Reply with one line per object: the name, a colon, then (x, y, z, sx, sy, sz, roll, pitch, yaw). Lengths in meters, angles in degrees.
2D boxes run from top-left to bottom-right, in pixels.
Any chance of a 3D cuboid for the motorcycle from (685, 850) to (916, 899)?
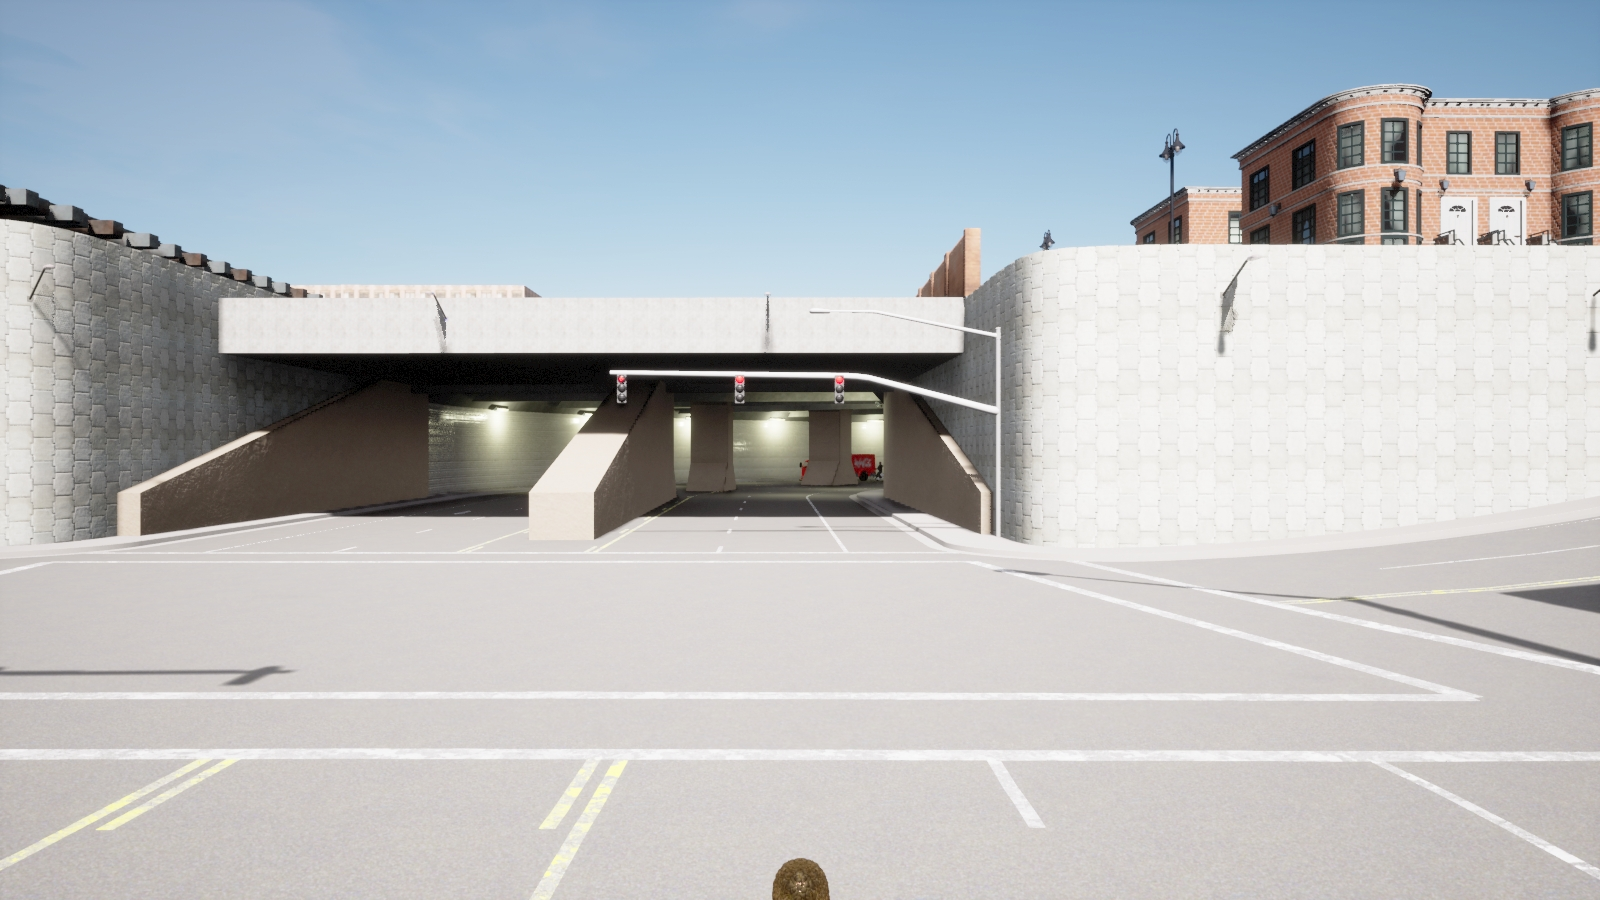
motorcycle: (0.004, 2.174, 3.443, 0.803, 1.224, 2.033, 0, 0, 0)
